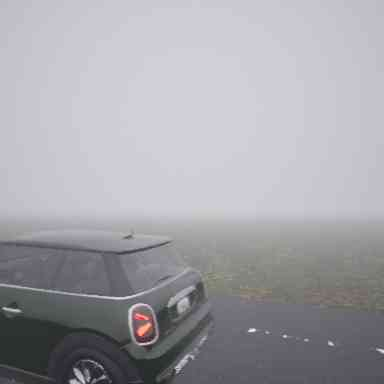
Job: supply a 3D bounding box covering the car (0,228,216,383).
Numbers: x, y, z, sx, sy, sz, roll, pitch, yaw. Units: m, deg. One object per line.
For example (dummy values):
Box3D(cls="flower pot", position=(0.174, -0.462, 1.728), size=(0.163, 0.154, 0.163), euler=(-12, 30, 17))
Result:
Box3D(cls="car", position=(-2.051, 1.341, 4.726), size=(4.553, 1.767, 2.097), euler=(0, 0, 23))
